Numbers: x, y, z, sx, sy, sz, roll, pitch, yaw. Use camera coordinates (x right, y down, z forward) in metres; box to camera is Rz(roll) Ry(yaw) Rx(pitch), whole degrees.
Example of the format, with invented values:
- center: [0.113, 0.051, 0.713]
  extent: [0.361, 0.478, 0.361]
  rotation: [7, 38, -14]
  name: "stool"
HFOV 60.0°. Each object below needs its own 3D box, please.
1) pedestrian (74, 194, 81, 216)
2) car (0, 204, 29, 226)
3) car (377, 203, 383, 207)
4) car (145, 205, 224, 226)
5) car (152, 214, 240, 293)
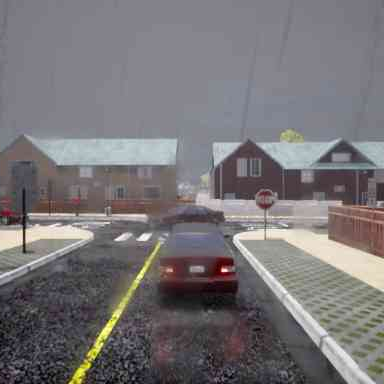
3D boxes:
- center: [-9.373, 1.049, 27.129]
  extent: [0.375, 1.860, 0.375]
  rotation: [0, 0, 1]
  name: "pedestrian"
- center: [-12.914, 1.408, 21.281]
  extent: [4.674, 1.442, 1.812]
  rotation: [1, 0, 4]
  name: "car"
- center: [14.169, 1.498, 23.694]
  extent: [4.553, 1.767, 2.097]
  rotation: [1, 0, 1]
  name: "car"
- center: [-0.269, 1.553, 20.990]
  extent: [5.357, 1.411, 2.033]
  rotation: [1, 0, -39]
  name: "car"
- center: [0.096, 1.546, 8.954]
  extent: [2.033, 1.411, 5.357]
  rotation: [0, 0, 0]
  name: "car"
